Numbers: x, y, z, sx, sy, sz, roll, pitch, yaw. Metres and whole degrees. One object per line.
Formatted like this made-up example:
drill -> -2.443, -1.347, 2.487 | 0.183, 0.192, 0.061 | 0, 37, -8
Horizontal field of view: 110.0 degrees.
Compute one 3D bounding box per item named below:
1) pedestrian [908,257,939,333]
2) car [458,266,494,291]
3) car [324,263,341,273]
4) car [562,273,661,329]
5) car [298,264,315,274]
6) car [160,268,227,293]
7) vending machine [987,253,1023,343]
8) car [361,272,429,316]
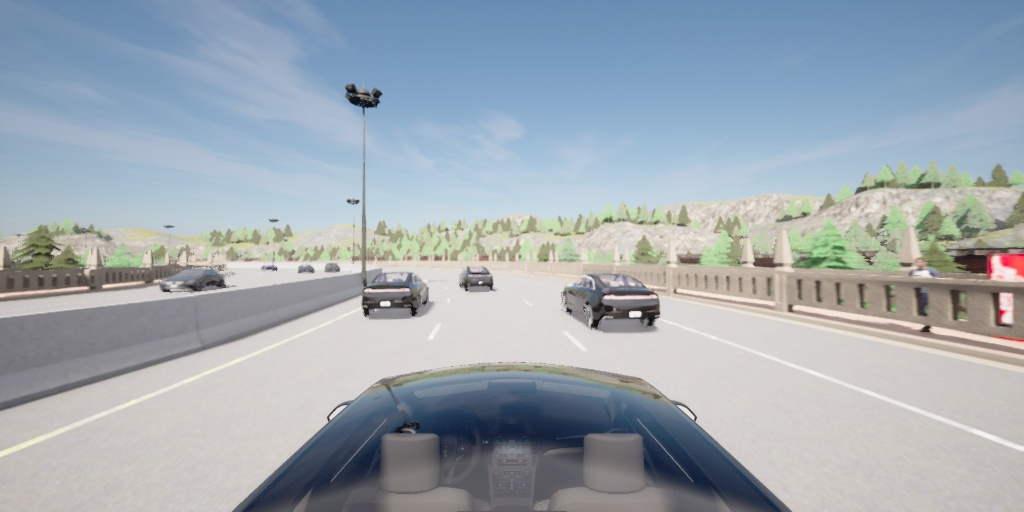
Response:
pedestrian -> 9.795, 0.888, 8.505 | 0.375, 1.860, 0.375 | 0, 0, -4
car -> -2.448, 1.409, 23.693 | 2.128, 1.511, 4.902 | 0, 0, -14
car -> -26.968, 1.761, 53.882 | 1.837, 1.490, 4.892 | 0, 0, -33
car -> 2.922, 1.295, 11.559 | 2.128, 1.511, 4.902 | 0, 0, -5
car -> -29.202, 1.812, 50.886 | 1.994, 1.385, 4.181 | 0, 0, -33
car -> -20.683, 1.538, 23.516 | 1.812, 1.442, 4.674 | 0, 0, -16
vending machine -> 11.230, 0.928, 7.615 | 1.100, 2.100, 0.880 | 0, 0, -3
car -> -4.387, 1.351, 13.987 | 2.128, 1.511, 4.902 | 0, 0, -7
